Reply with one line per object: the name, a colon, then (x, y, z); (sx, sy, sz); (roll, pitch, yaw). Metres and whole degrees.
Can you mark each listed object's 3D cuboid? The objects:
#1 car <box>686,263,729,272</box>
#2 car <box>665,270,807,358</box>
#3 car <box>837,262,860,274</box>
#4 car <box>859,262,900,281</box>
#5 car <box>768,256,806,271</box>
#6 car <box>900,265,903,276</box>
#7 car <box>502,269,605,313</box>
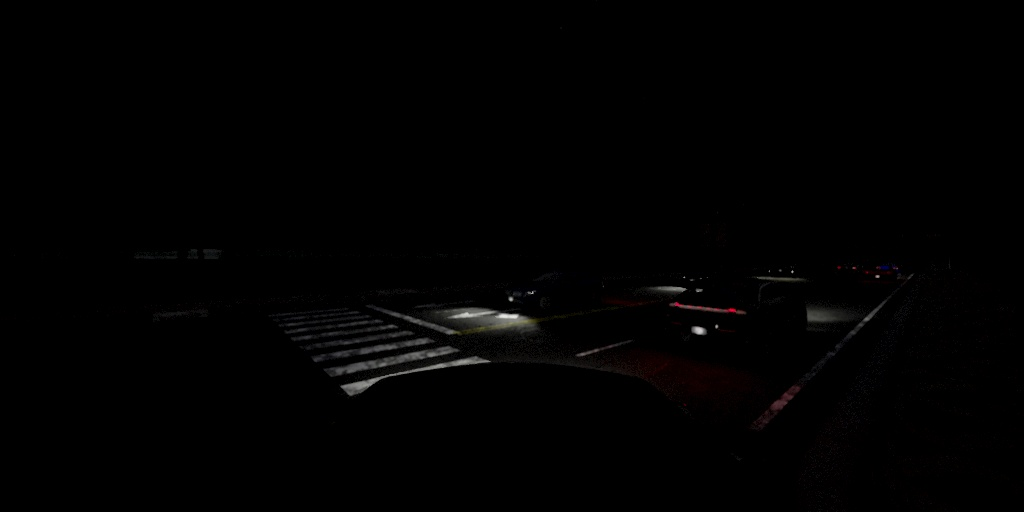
car: (12.875, 1.246, 23.598); (4.892, 1.490, 1.837); (0, 0, -41)
car: (5.507, 1.251, 8.603); (4.902, 1.511, 2.128); (0, 0, -41)
car: (39.214, 1.368, 41.615); (5.357, 1.411, 2.033); (0, 0, -41)
car: (32.308, 1.421, 31.452); (4.718, 1.301, 1.895); (0, 0, -40)
car: (27.995, 1.057, 36.414); (5.566, 2.045, 2.150); (0, 0, -41)
car: (39.795, 1.364, 37.902); (4.674, 1.442, 1.812); (0, 0, -40)
car: (1.762, 1.242, 14.080); (4.674, 1.442, 1.812); (0, 0, -39)
